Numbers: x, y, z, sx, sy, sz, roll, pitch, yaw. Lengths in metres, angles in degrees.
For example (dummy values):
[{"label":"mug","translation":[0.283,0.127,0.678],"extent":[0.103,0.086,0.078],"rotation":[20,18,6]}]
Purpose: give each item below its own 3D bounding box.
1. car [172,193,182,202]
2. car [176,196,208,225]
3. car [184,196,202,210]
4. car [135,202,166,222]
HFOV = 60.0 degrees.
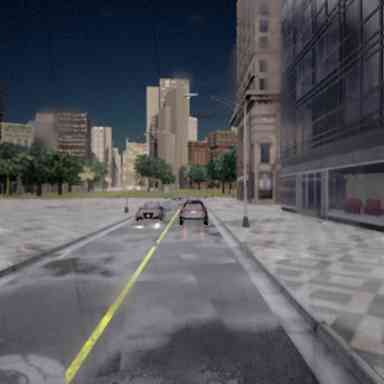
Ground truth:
[{"label":"car","translation":[-2.983,1.037,67.195],"extent":[1.837,1.490,4.892],"rotation":[0,0,0]},{"label":"car","translation":[0.107,1.352,23.682],"extent":[2.033,1.649,4.856],"rotation":[0,0,0]},{"label":"car","translation":[0.110,1.346,42.097],"extent":[2.128,1.511,4.902],"rotation":[0,0,0]},{"label":"car","translation":[-3.090,1.480,25.458],"extent":[1.994,1.385,4.181],"rotation":[0,0,0]}]
